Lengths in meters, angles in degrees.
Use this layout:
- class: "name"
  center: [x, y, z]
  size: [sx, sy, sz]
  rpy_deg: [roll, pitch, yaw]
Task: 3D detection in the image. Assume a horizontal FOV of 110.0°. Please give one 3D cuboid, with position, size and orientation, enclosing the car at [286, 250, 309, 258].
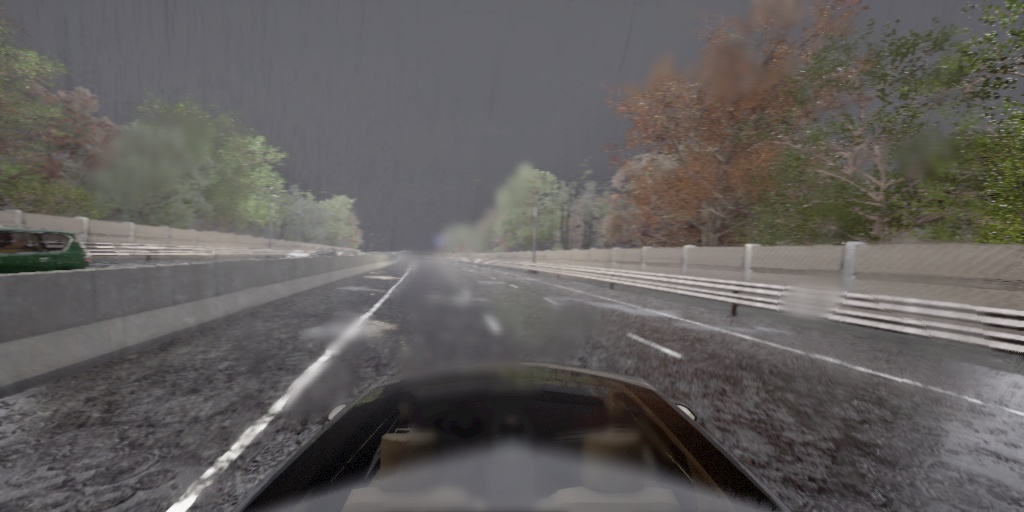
- class: "car"
  center: [-29.880, -0.078, 50.236]
  size: [1.812, 1.442, 4.674]
  rpy_deg: [3, -1, -13]

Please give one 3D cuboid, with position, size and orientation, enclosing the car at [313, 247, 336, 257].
- class: "car"
  center: [-26.468, -0.205, 51.069]
  size: [2.150, 2.045, 5.566]
  rpy_deg: [3, -1, -13]

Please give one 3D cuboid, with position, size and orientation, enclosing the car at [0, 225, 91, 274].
- class: "car"
  center: [-12.615, 0.265, 7.828]
  size: [2.150, 2.045, 5.566]
  rpy_deg: [3, 0, -13]

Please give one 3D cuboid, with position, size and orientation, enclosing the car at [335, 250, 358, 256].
- class: "car"
  center: [-22.551, 0.100, 49.791]
  size: [2.097, 1.767, 4.553]
  rpy_deg: [3, -1, -14]
